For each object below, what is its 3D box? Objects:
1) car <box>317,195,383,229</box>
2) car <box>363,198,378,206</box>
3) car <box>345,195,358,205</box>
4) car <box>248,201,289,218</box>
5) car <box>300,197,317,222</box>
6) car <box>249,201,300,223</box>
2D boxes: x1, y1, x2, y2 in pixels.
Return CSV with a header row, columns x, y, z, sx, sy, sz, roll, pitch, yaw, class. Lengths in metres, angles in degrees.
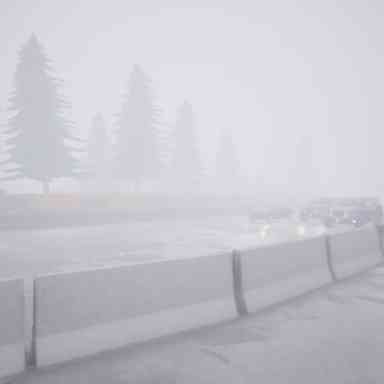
x,y,z,sx,sy,sz,roll,pitch,yaw,class
10.853,1.333,22.164,5.566,2.045,2.150,0,-1,-43,car
31.865,1.777,59.341,2.033,1.411,5.357,-1,-1,31,car
32.254,1.545,67.167,2.150,2.045,5.566,-1,-1,28,car
7.910,1.743,33.990,1.837,1.490,4.892,-1,-1,44,car
10.846,1.377,27.025,5.566,2.045,2.150,0,-1,-45,car
6.786,1.671,27.967,5.008,1.535,1.882,0,-1,-44,car
